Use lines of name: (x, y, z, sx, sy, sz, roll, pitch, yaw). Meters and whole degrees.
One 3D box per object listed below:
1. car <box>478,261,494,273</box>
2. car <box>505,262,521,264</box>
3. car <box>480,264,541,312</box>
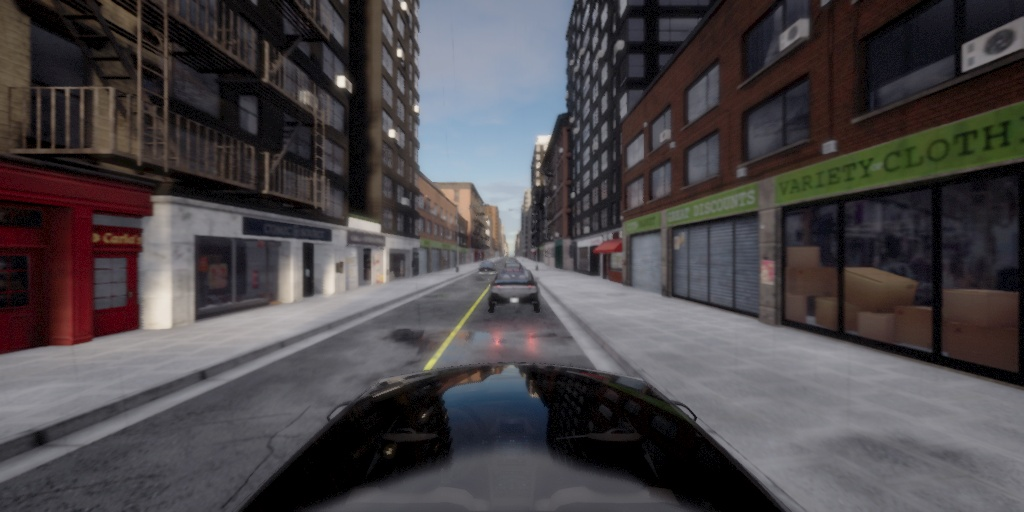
car: (-3.089, 1.293, 44.769, 2.033, 1.411, 5.357, 0, 0, 0)
car: (0.088, 1.263, 30.278, 1.837, 1.490, 4.892, 0, 0, 0)
car: (0.086, 1.245, 14.280, 2.128, 1.511, 4.902, 0, 0, 0)
